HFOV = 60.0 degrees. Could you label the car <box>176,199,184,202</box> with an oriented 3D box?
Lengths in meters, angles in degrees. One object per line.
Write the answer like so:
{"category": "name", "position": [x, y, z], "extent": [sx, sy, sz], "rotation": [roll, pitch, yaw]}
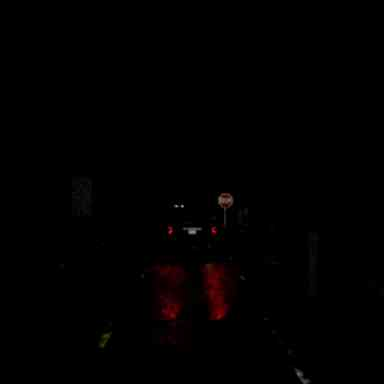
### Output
{"category": "car", "position": [-2.706, 2.177, 73.580], "extent": [2.033, 1.411, 5.357], "rotation": [0, 0, 0]}

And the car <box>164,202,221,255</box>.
{"category": "car", "position": [0.014, 1.483, 14.066], "extent": [2.097, 1.767, 4.553], "rotation": [0, -1, 0]}

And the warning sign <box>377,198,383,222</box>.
{"category": "warning sign", "position": [15.883, 1.472, 27.015], "extent": [1.060, 1.860, 1.300], "rotation": [0, 0, 0]}
